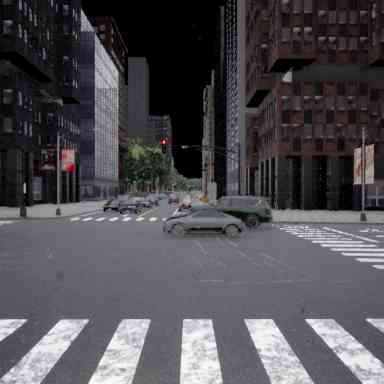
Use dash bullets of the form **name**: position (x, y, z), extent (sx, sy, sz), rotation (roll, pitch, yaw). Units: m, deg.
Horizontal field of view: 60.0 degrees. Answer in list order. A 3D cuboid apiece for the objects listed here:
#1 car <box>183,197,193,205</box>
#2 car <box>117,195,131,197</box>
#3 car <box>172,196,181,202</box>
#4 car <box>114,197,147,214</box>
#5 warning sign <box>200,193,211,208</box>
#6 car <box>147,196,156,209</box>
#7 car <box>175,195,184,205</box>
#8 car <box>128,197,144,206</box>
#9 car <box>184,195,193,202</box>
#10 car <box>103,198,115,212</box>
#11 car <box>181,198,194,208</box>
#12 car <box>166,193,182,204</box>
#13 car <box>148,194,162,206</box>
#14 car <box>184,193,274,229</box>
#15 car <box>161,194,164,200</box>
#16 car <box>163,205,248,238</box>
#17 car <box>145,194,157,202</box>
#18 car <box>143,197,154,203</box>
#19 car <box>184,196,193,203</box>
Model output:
- **car**: position (-0.715, 1.596, 60.718), extent (1.887, 1.381, 4.507), rotation (0, 0, 0)
- **car**: position (-9.144, 1.330, 44.397), extent (2.192, 1.841, 5.009), rotation (0, 0, 0)
- **car**: position (-3.562, 1.574, 75.595), extent (1.812, 1.442, 4.674), rotation (0, 0, 0)
- **car**: position (-6.434, 1.544, 35.450), extent (2.033, 1.411, 5.357), rotation (0, 0, -1)
- **warning sign**: position (1.703, 1.127, 42.703), extent (1.300, 1.860, 1.060), rotation (0, 0, 0)
- **car**: position (-6.490, 1.581, 45.404), extent (1.994, 1.385, 4.181), rotation (0, 0, -1)
- **car**: position (-0.586, 1.444, 39.019), extent (1.967, 1.590, 4.097), rotation (0, 0, 0)
- **car**: position (-9.206, 1.563, 55.079), extent (1.752, 1.417, 4.829), rotation (0, 0, 0)
- **car**: position (-0.844, 1.548, 82.418), extent (1.967, 1.590, 4.097), rotation (0, 0, 0)
- **car**: position (-9.111, 1.569, 38.971), extent (1.947, 1.339, 4.313), rotation (0, 0, 0)
- **car**: position (-0.650, 1.609, 49.868), extent (1.802, 1.307, 4.206), rotation (0, 0, 0)
- **car**: position (-3.503, 1.415, 65.557), extent (2.097, 1.767, 4.553), rotation (0, 0, 0)
- **car**: position (-6.530, 1.544, 55.597), extent (1.837, 1.490, 4.892), rotation (0, 0, 0)
- **car**: position (2.595, 1.276, 22.240), extent (5.566, 2.045, 2.150), rotation (1, 1, 15)
- **car**: position (-9.401, 1.439, 87.805), extent (2.192, 1.841, 5.009), rotation (0, 0, 0)
- **car**: position (0.593, 1.595, 17.642), extent (4.181, 1.385, 1.994), rotation (1, 0, 0)
- **car**: position (-9.337, 1.408, 76.953), extent (2.192, 1.841, 5.009), rotation (0, 0, 0)
- **car**: position (-9.304, 1.660, 71.527), extent (1.802, 1.307, 4.206), rotation (0, 0, 0)
- **car**: position (-0.780, 1.604, 71.738), extent (1.752, 1.417, 4.829), rotation (0, 0, 0)
